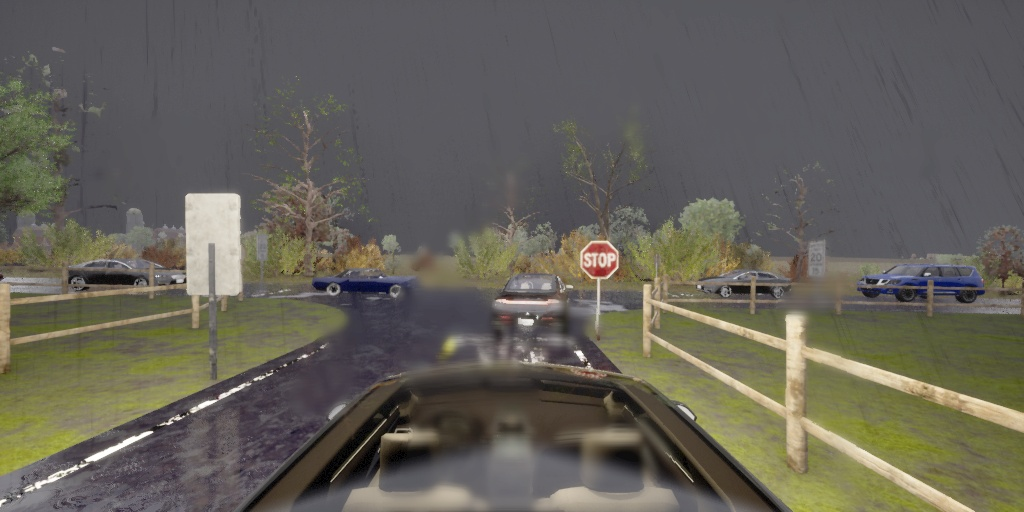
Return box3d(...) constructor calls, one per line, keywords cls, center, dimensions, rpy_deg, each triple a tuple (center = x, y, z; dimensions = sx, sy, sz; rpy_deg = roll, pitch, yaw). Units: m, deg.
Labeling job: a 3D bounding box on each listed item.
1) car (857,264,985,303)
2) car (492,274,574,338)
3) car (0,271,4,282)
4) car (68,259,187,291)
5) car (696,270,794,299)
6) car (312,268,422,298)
box3d(cls="car", center=(22.910, 1.467, 20.192), dimensions=(5.566, 2.045, 2.150), rpy_deg=(1, 1, 0))
box3d(cls="car", center=(0.711, 1.240, 10.257), dimensions=(2.128, 1.511, 4.902), rpy_deg=(0, 0, 9))
box3d(cls="car", center=(-27.785, 0.718, 17.330), dimensions=(4.674, 1.442, 1.812), rpy_deg=(1, 1, 0))
box3d(cls="car", center=(-18.481, 0.886, 17.317), dimensions=(4.902, 1.511, 2.128), rpy_deg=(1, 1, 0))
box3d(cls="car", center=(13.014, 1.526, 20.209), dimensions=(4.902, 1.511, 2.128), rpy_deg=(1, 1, 0))
box3d(cls="car", center=(-6.813, 1.249, 17.293), dimensions=(4.718, 1.301, 1.895), rpy_deg=(1, 1, 0))
